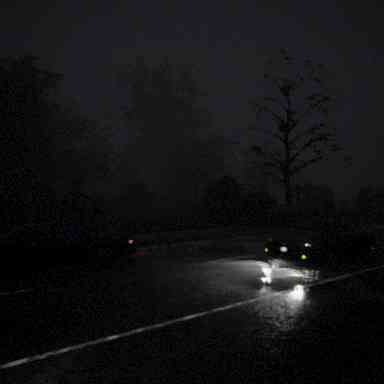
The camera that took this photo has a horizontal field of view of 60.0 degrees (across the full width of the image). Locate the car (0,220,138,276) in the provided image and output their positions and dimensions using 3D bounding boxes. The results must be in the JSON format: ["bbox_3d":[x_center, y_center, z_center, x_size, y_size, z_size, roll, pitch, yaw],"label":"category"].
[{"bbox_3d":[-4.272,1.551,9.529,5.357,1.411,2.033,0,0,-35],"label":"car"}]

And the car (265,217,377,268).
[{"bbox_3d":[4.461,1.585,11.403,4.181,1.385,1.994,0,0,-35],"label":"car"}]
